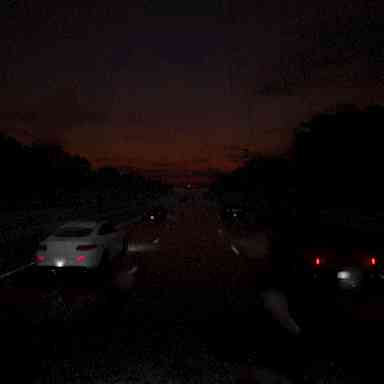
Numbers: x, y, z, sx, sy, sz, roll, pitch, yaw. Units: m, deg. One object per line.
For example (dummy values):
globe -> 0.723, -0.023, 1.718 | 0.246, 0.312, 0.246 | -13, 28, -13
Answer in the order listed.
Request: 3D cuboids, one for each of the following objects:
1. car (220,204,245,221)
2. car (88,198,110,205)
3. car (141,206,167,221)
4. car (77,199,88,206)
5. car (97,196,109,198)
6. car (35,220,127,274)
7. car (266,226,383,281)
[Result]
car -> 3.622, 1.793, 30.412 | 2.128, 1.511, 4.902 | 0, -1, 0
car -> -14.025, 2.081, 51.831 | 2.033, 1.411, 5.357 | 0, -1, 1
car -> -3.378, 1.903, 30.468 | 1.895, 1.301, 4.718 | 0, -1, 0
car -> -20.954, 2.149, 65.078 | 1.882, 1.535, 5.008 | 0, 0, 0
car -> -17.456, 1.885, 64.578 | 2.150, 2.045, 5.566 | 0, 0, 0
car -> -3.392, 1.628, 10.863 | 1.812, 1.442, 4.674 | 0, -1, 0
car -> 3.607, 1.696, 10.108 | 1.895, 1.301, 4.718 | 0, -1, 0
